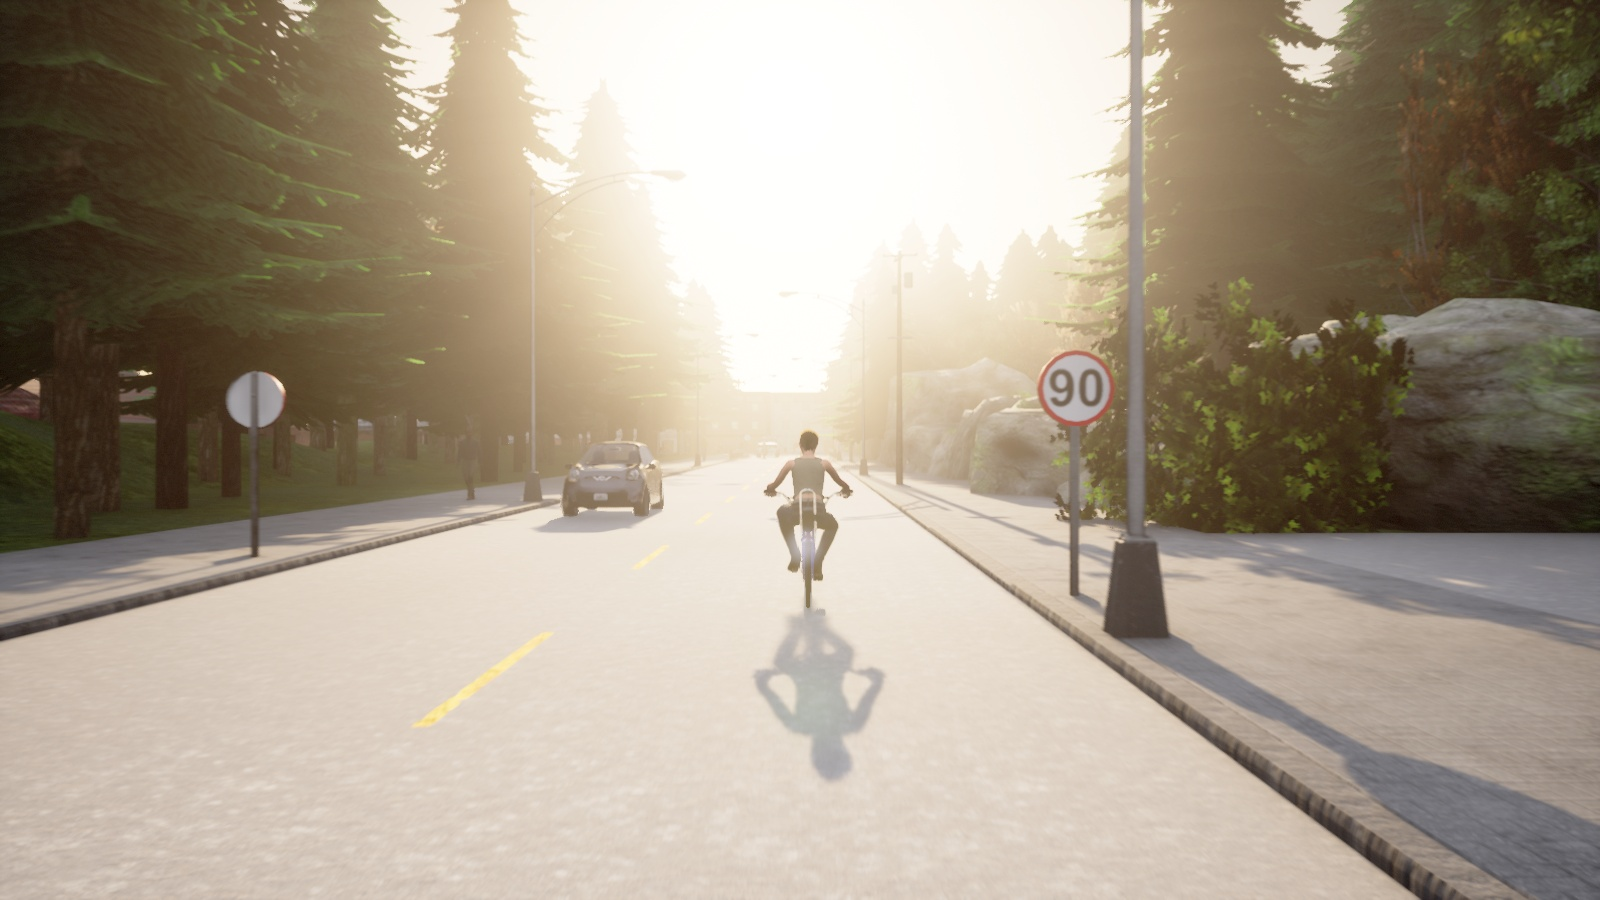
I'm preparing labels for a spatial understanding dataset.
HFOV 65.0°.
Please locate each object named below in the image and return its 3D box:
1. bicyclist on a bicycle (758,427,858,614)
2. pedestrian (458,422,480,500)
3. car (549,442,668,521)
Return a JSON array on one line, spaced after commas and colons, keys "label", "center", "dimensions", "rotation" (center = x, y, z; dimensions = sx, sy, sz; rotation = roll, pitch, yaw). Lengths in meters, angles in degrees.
[{"label": "bicyclist on a bicycle", "center": [0.077, 0.604, 11.607], "dimensions": [0.866, 1.612, 1.509], "rotation": [0, 0, 1]}, {"label": "pedestrian", "center": [-7.886, 0.246, 29.896], "dimensions": [0.370, 1.835, 0.726], "rotation": [0, 0, -3]}, {"label": "car", "center": [-3.833, 0.582, 25.691], "dimensions": [1.845, 1.501, 3.633], "rotation": [0, 0, 0]}]
